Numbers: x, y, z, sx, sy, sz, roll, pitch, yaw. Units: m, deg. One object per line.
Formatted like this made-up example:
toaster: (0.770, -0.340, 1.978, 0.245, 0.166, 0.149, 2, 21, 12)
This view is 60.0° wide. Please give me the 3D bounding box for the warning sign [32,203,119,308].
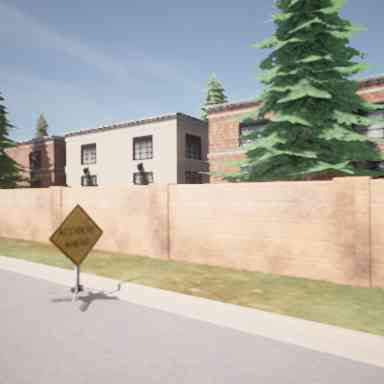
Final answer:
warning sign: (-2.370, 1.169, 6.853, 1.060, 1.860, 1.300, -1, 0, 36)
